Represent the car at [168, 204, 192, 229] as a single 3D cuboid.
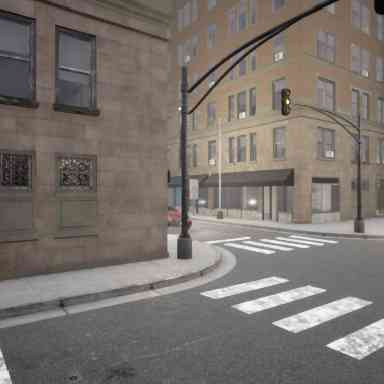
[{"bbox_3d":[-1.890,1.427,19.828,1.812,1.442,4.674,0,0,-36],"label":"car"}]
